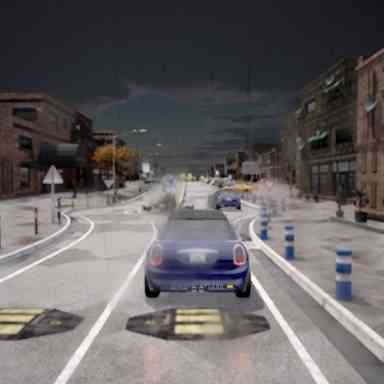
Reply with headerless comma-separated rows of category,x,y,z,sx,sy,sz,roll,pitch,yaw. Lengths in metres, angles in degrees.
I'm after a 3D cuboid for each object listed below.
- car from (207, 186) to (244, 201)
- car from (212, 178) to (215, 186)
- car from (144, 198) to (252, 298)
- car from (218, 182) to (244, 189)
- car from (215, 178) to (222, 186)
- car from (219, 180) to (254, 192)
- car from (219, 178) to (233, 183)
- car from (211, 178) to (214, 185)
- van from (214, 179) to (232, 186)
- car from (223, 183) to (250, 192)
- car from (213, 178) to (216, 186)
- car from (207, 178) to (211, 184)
car,2.718,0.590,29.774,2.097,1.767,4.553,-1,2,-10
car,7.789,-1.914,79.598,4.792,1.488,2.163,0,3,-1
car,0.126,1.197,8.319,2.097,1.767,4.553,0,1,1
car,7.969,-1.373,68.588,5.008,1.535,2.097,0,3,-1
car,8.030,-1.473,65.823,5.566,2.045,2.435,0,3,-1
car,7.925,-0.749,57.580,5.366,1.575,1.946,0,3,-1
car,8.006,-1.192,63.078,4.553,1.767,2.185,0,3,-1
car,7.788,-2.076,82.349,5.008,1.535,2.097,0,3,-1
van,7.862,-2.426,84.972,4.442,1.987,1.878,0,3,-1
car,8.078,-0.868,60.338,4.674,1.452,2.002,0,3,-1
car,7.862,-1.805,76.845,4.892,1.521,2.231,0,3,-1
car,7.643,-2.706,90.599,5.566,2.045,2.435,0,2,-1
